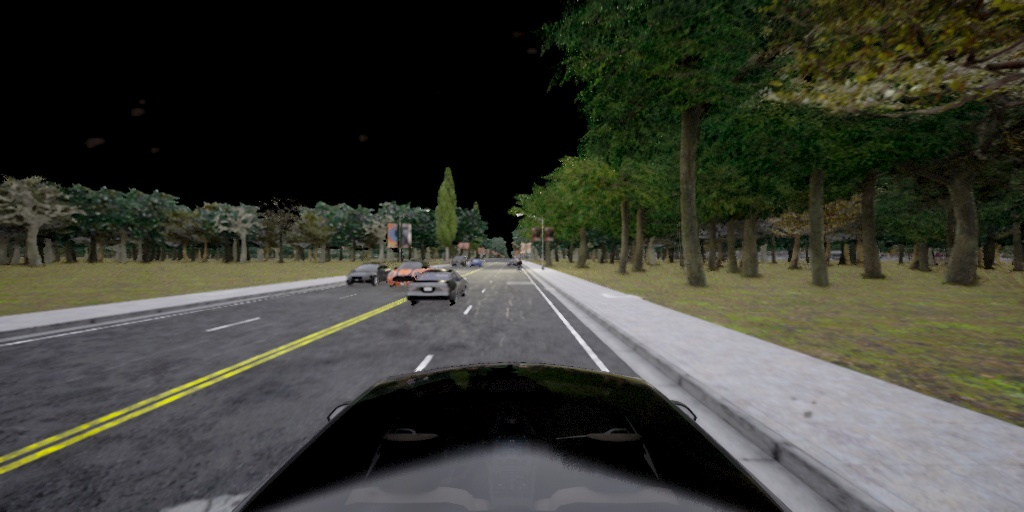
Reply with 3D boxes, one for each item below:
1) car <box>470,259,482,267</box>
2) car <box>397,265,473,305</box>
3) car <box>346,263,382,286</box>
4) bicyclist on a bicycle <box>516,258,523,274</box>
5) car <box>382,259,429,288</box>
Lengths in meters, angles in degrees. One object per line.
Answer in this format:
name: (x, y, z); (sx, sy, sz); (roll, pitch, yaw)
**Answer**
car: (-6.546, 1.260, 65.023); (1.882, 1.535, 5.008); (0, 0, 0)
car: (-3.157, 1.300, 15.967); (2.033, 1.411, 5.357); (0, 0, 0)
car: (-9.858, 1.260, 25.181); (1.837, 1.490, 4.892); (0, 0, 0)
bicyclist on a bicycle: (0.876, 1.135, 39.235); (0.659, 1.776, 1.843); (0, 0, 0)
car: (-6.607, 1.107, 23.885); (2.097, 1.767, 4.553); (0, 0, 0)
